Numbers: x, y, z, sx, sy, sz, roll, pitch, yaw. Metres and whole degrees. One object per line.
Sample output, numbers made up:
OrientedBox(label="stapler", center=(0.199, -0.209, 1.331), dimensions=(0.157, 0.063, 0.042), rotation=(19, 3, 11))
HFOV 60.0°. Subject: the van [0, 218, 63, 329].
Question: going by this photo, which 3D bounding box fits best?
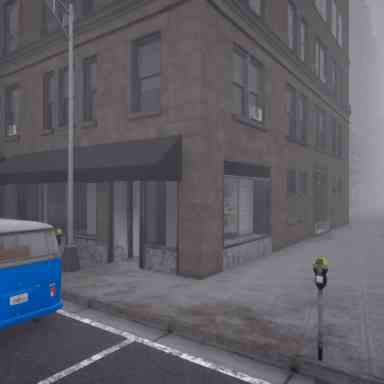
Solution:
OrientedBox(label="van", center=(-4.055, 1.340, 5.973), dimensions=(3.998, 1.788, 1.690), rotation=(0, 0, 36))
